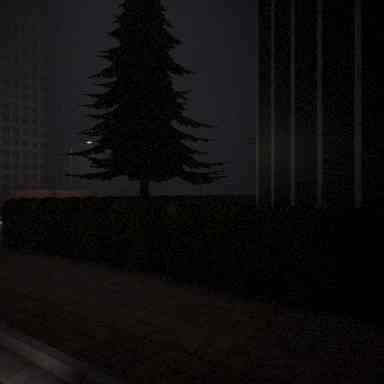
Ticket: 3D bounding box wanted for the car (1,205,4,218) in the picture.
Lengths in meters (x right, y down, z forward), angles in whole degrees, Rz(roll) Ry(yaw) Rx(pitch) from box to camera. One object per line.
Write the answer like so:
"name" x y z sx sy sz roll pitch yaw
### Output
"car" -13.118 1.560 28.389 1.837 1.490 4.892 0 0 36
